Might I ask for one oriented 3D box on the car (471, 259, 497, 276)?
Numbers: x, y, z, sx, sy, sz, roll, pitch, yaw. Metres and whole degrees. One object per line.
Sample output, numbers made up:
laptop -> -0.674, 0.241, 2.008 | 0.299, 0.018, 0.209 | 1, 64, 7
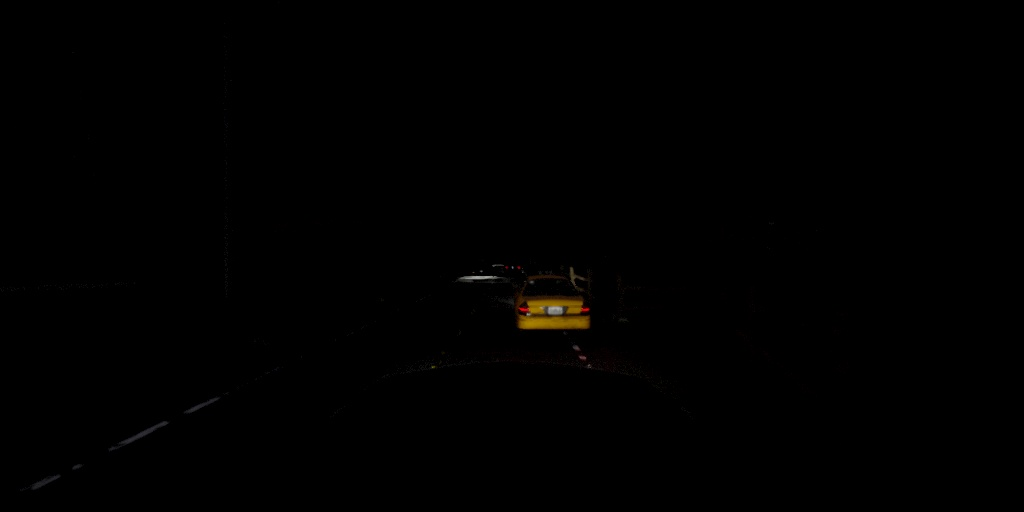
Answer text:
car -> -2.836, 1.221, 35.185 | 1.994, 1.385, 4.181 | 0, 0, 0

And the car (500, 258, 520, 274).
car -> 0.082, 1.198, 38.235 | 2.033, 1.411, 5.357 | 0, 0, 0

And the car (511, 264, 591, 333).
car -> 0.964, 1.178, 10.534 | 1.801, 1.575, 5.366 | 0, 0, 0
